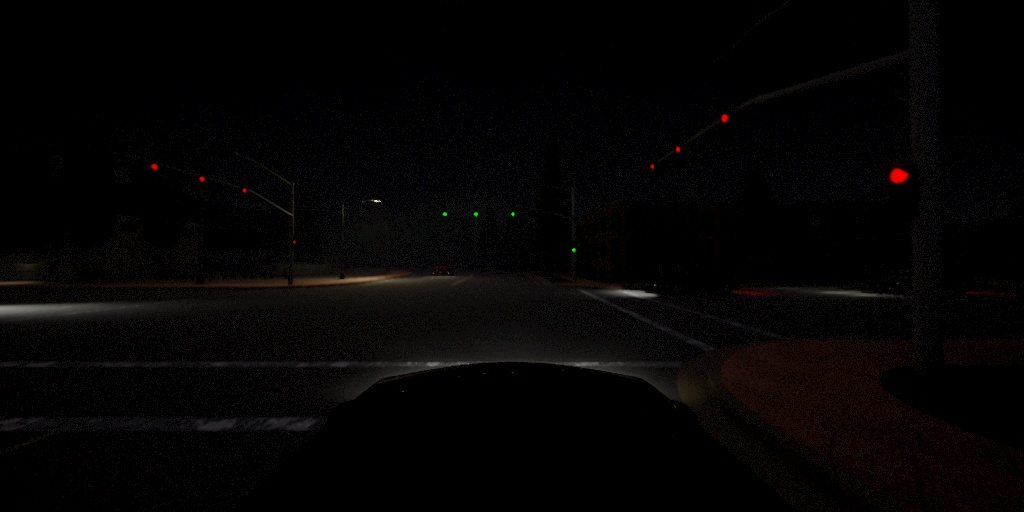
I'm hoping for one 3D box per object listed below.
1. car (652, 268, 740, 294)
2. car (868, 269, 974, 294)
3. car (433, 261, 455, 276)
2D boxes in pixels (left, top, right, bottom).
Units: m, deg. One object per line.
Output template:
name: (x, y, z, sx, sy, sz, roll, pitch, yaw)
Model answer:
car: (11.070, 1.503, 21.725, 4.892, 1.490, 1.837, 0, -1, 0)
car: (24.606, 1.477, 21.711, 5.008, 1.535, 1.882, -1, -1, 0)
car: (-8.848, 1.646, 46.860, 2.150, 2.045, 5.566, 0, 1, -2)
